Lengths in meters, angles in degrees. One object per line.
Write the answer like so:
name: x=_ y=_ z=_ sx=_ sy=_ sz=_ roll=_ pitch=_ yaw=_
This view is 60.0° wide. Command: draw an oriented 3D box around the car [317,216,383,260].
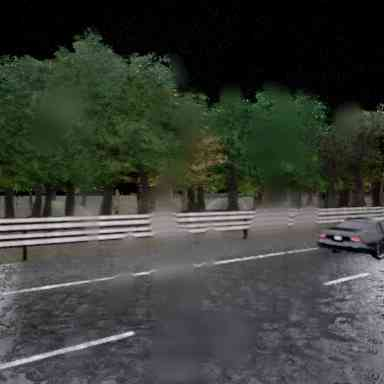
car: x=7.129 y=1.670 z=12.989 sx=5.357 sy=1.411 sz=2.033 roll=1 pitch=0 yaw=-35
